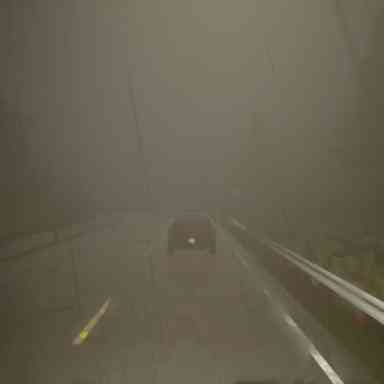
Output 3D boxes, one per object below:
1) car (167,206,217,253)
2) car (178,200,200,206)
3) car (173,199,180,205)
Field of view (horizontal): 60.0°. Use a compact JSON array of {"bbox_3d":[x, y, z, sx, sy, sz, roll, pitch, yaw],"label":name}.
[{"bbox_3d":[0.000,1.617,14.485,1.882,1.535,5.008,0,0,0],"label":"car"},{"bbox_3d":[-0.004,1.759,29.474,1.882,1.535,5.008,0,0,0],"label":"car"},{"bbox_3d":[-3.530,2.351,79.446,1.895,1.301,4.718,0,-1,0],"label":"car"}]
